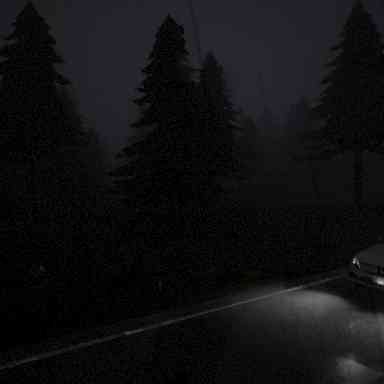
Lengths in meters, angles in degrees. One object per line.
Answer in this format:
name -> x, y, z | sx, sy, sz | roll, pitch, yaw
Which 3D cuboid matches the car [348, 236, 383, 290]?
car -> 5.702, 1.526, 8.044 | 4.674, 1.442, 1.812 | 0, 0, -35
